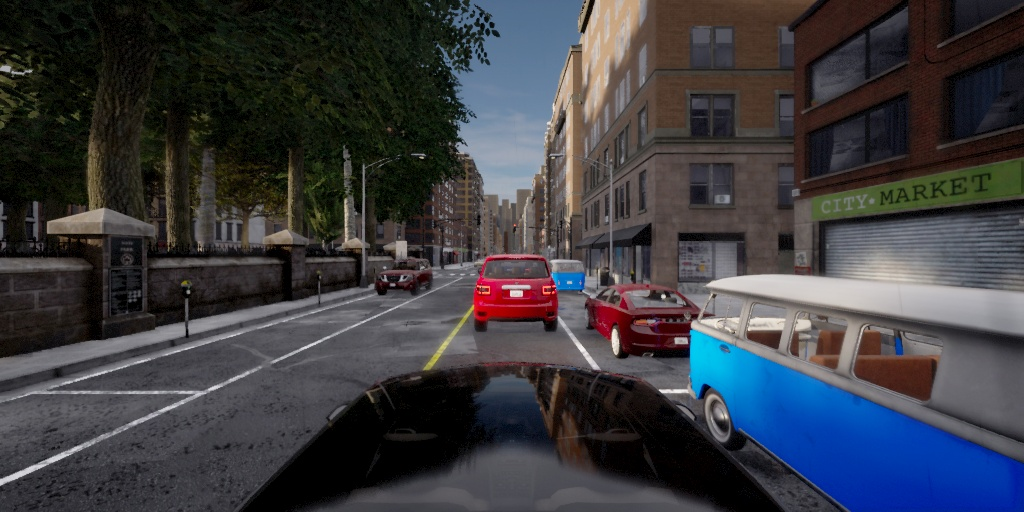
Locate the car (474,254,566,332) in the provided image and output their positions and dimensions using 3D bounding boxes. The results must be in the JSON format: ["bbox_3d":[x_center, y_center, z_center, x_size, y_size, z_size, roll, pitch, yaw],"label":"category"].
[{"bbox_3d":[0.096,0.970,11.036,2.150,2.045,5.566,0,0,0],"label":"car"}]

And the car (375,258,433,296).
[{"bbox_3d":[-5.671,1.059,19.557,2.192,1.841,5.009,0,0,0],"label":"car"}]

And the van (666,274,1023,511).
[{"bbox_3d":[2.856,1.091,2.616,1.690,1.789,3.998,0,0,0],"label":"van"}]

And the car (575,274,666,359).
[{"bbox_3d":[2.855,1.294,8.277,1.888,1.381,4.507,0,0,0],"label":"car"}]

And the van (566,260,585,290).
[{"bbox_3d":[2.854,1.085,19.598,1.690,1.789,3.998,0,0,0],"label":"van"}]
